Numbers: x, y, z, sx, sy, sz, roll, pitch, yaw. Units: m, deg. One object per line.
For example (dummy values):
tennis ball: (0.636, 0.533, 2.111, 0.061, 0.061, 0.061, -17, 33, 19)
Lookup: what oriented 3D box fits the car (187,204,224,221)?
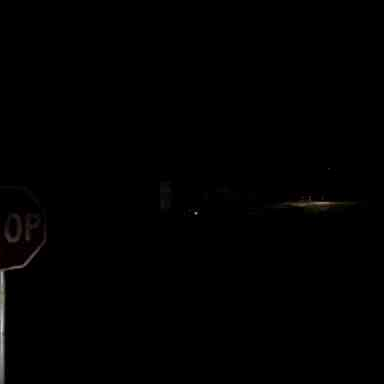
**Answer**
car: (1.269, 1.711, 29.172, 1.994, 1.385, 4.181, 0, 0, 28)
